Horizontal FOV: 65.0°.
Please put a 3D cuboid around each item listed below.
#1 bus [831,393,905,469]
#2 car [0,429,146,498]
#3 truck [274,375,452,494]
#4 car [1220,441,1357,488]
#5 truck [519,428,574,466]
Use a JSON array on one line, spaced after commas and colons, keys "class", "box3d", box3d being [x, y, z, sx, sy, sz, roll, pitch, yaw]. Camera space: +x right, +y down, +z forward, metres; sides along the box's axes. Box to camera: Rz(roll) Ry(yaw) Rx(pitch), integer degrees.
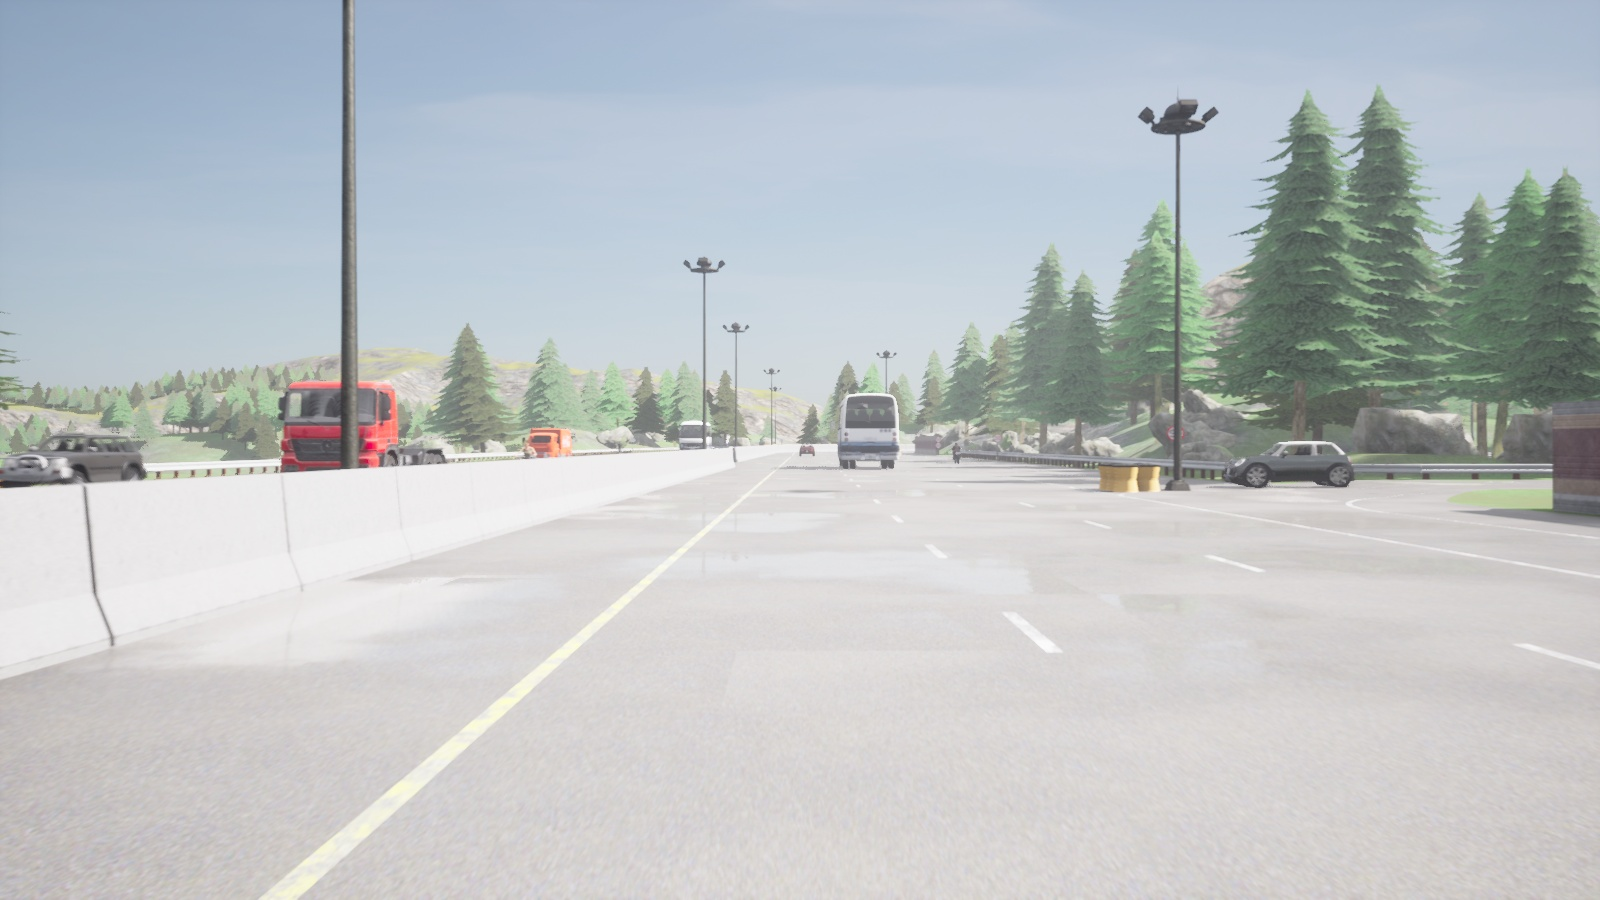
[{"class": "bus", "box3d": [3.952, -1.053, 75.524, 3.944, 4.253, 10.273, 0, 0, 0]}, {"class": "car", "box3d": [-20.779, 0.345, 35.691, 1.932, 1.855, 4.605, 0, 0, 0]}, {"class": "truck", "box3d": [-13.751, -0.474, 40.302, 2.891, 3.462, 7.936, 0, 0, 0]}, {"class": "car", "box3d": [15.806, 0.461, 40.824, 3.806, 1.475, 1.970, 0, 1, 8]}, {"class": "truck", "box3d": [-16.997, -0.226, 84.430, 2.627, 2.467, 5.204, 0, 0, 0]}]
